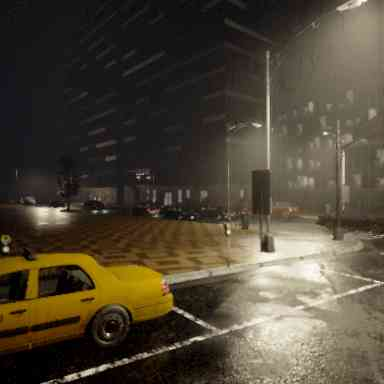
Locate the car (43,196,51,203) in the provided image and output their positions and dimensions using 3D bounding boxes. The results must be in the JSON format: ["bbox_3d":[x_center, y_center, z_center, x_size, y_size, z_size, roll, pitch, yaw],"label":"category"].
[{"bbox_3d":[-35.615,2.189,84.823,1.887,1.381,4.507,-1,0,-41],"label":"car"}]

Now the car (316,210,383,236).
[{"bbox_3d":[10.720,1.896,21.477,2.033,1.411,5.357,0,0,-33],"label":"car"}]

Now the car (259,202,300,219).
[{"bbox_3d":[8.692,1.784,33.507,1.967,1.590,4.097,-1,0,-41],"label":"car"}]

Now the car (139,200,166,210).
[{"bbox_3d":[-6.077,2.013,50.612,1.947,1.339,4.313,-1,0,-41],"label":"car"}]

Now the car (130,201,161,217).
[{"bbox_3d":[-5.080,1.907,36.620,1.967,1.590,4.097,-1,0,-41],"label":"car"}]

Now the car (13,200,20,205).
[{"bbox_3d":[-38.144,2.217,74.927,1.752,1.417,4.829,-1,0,-41],"label":"car"}]

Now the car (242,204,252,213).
[{"bbox_3d":[5.001,1.952,37.783,1.802,1.307,4.206,-1,0,-41],"label":"car"}]

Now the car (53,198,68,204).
[{"bbox_3d":[-31.923,2.187,80.546,1.947,1.339,4.313,-1,0,-41],"label":"car"}]

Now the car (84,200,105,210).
[{"bbox_3d":[-15.533,2.010,52.849,1.882,1.535,5.008,-1,0,-41],"label":"car"}]

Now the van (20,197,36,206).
[{"bbox_3d":[-34.571,2.009,70.785,1.690,1.788,3.998,-1,0,-41],"label":"van"}]

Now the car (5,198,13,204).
[{"bbox_3d":[-45.516,2.264,83.469,1.752,1.417,4.829,-1,0,-41],"label":"car"}]

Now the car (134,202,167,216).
[{"bbox_3d":[-5.085,2.023,40.614,1.994,1.385,4.181,-1,0,-41],"label":"car"}]

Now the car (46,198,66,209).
[{"bbox_3d":[-23.509,2.176,57.974,1.802,1.307,4.206,-1,0,-41],"label":"car"}]

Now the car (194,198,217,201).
[{"bbox_3d":[1.304,1.711,42.056,2.192,1.841,5.009,-1,0,-41],"label":"car"}]

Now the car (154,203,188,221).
[{"bbox_3d":[-1.392,2.007,32.350,1.947,1.339,4.313,-1,0,-41],"label":"car"}]

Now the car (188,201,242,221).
[{"bbox_3d":[2.150,1.914,32.222,1.837,1.490,4.892,-1,0,-41],"label":"car"}]

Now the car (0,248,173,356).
[{"bbox_3d":[-2.603,1.532,4.720,4.829,1.417,1.752,1,-2,-35],"label":"car"}]
